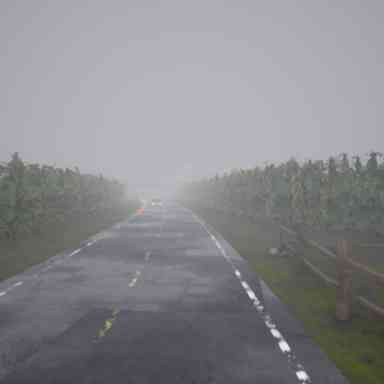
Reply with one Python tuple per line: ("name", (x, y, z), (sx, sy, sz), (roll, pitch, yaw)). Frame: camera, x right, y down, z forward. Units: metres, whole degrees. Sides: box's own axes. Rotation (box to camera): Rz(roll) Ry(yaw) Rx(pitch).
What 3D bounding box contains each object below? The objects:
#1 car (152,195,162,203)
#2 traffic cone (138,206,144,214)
("car", (-7.174, 1.417, 67.923), (1.882, 1.535, 5.008), (0, 0, -9))
("traffic cone", (-5.237, 1.927, 33.315), (0.340, 0.580, 0.340), (0, 0, -5))
